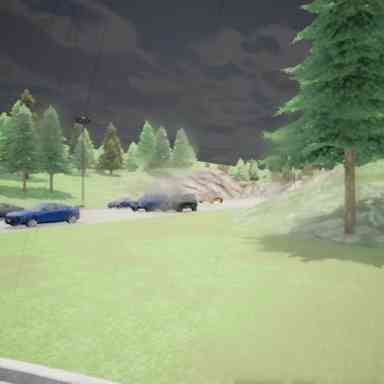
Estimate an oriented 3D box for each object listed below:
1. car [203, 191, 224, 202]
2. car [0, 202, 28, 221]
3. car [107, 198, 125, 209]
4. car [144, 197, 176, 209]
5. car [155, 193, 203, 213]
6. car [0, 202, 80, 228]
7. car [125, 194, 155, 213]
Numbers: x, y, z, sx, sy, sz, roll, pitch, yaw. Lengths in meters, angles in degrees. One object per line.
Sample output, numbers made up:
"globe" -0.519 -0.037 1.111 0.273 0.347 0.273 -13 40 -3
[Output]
"car" 3.083 0.843 51.915 2.150 2.045 5.566 0 0 30
"car" -15.583 1.563 26.495 1.994 1.385 4.181 0 0 30
"car" -9.251 1.527 44.601 1.812 1.442 4.674 0 0 30
"car" -4.374 1.509 46.066 1.837 1.490 4.892 0 -1 30
"car" -1.351 1.216 37.286 2.150 2.045 5.566 0 1 30
"car" -9.874 1.478 22.378 1.882 1.535 5.008 0 0 30
"car" -4.733 1.223 38.425 2.150 2.045 5.566 0 0 30
